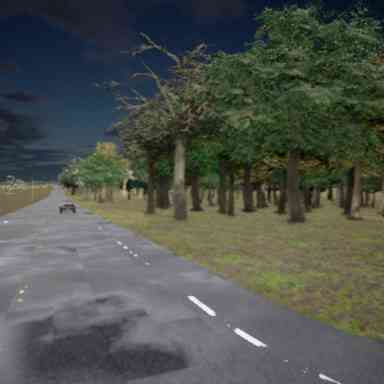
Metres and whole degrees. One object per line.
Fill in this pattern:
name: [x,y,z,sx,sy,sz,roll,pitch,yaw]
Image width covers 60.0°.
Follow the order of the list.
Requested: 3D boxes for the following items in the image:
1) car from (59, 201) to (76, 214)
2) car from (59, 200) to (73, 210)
car: [-16.319,2.005,43.632,1.837,1.490,4.892,0,-1,-22]
car: [-20.446,2.119,53.942,2.033,1.411,5.357,0,0,-21]
